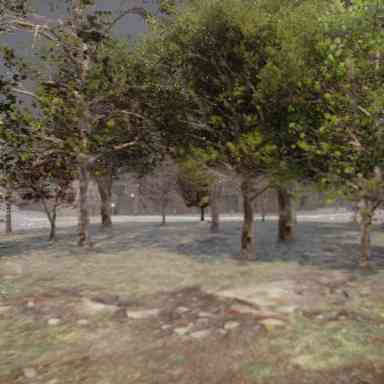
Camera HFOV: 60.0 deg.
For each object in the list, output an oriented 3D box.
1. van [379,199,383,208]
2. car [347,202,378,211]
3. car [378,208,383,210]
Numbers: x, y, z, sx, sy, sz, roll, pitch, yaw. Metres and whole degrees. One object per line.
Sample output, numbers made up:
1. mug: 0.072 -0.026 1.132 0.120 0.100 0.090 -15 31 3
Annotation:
1. van: 46.557 2.612 77.951 4.442 1.987 1.878 -2 -2 43
2. car: 31.376 2.676 61.936 4.553 1.767 2.185 -2 -2 43
3. car: 33.245 2.815 63.970 5.008 1.535 2.097 -2 -2 43
